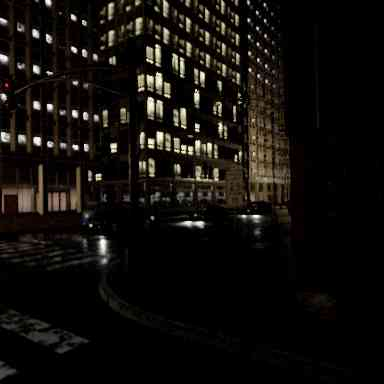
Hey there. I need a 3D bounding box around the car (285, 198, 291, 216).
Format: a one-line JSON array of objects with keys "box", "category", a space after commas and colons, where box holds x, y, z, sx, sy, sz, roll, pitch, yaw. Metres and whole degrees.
[{"box": [10.772, 1.357, 31.954, 2.192, 1.841, 5.009, -2, -1, 36], "category": "car"}]

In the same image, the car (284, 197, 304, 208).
[{"box": [16.900, 1.742, 54.877, 1.967, 1.590, 4.097, -2, -1, 36], "category": "car"}]

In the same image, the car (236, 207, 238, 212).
[{"box": [7.101, 1.790, 41.203, 1.752, 1.417, 4.829, -2, -1, 36], "category": "car"}]

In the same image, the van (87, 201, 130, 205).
[{"box": [-5.740, 1.560, 23.298, 1.690, 1.788, 3.998, -2, -1, 36], "category": "van"}]

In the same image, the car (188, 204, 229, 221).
[{"box": [1.458, 1.735, 28.874, 1.994, 1.385, 4.181, -2, -1, 36], "category": "car"}]

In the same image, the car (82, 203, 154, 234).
[{"box": [-4.394, 1.657, 20.764, 1.837, 1.490, 4.892, -2, -1, 33], "category": "car"}]

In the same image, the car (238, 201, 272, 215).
[{"box": [7.345, 1.718, 37.069, 1.812, 1.442, 4.674, -2, -1, 36], "category": "car"}]
